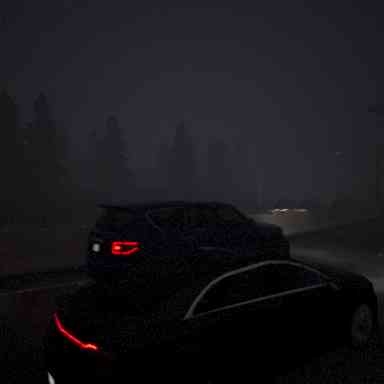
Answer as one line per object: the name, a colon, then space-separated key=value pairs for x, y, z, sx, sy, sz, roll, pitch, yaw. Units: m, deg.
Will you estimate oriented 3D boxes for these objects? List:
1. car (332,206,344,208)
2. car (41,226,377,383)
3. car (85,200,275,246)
car: x=18.192 y=1.422 z=40.202 sx=1.882 sy=1.535 sz=5.008 roll=0 pitch=0 yaw=30
car: x=0.657 y=1.490 z=4.485 sx=4.902 sy=1.511 sz=2.128 roll=0 pitch=0 yaw=-37
car: x=0.131 y=1.222 z=8.469 sx=5.566 sy=2.045 sz=2.150 roll=0 pitch=0 yaw=-39
